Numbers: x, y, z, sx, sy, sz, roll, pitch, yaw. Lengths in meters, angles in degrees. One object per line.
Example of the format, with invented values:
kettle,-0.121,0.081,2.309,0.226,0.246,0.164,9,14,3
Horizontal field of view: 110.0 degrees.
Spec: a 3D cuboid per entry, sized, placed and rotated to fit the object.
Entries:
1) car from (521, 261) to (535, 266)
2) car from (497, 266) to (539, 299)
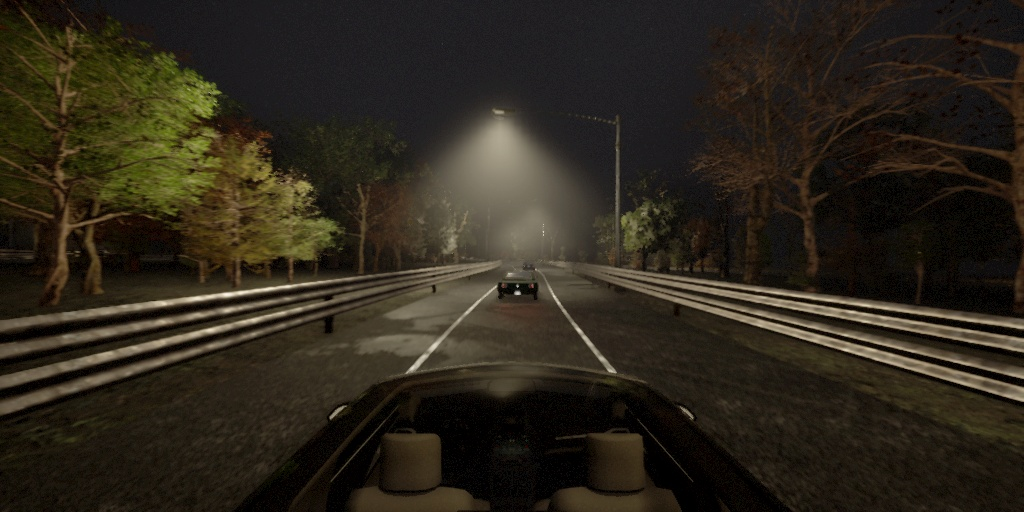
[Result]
car,2.240,1.414,49.663,2.033,1.411,5.357,0,0,1
car,0.380,1.390,18.410,1.895,1.301,4.718,0,0,3
